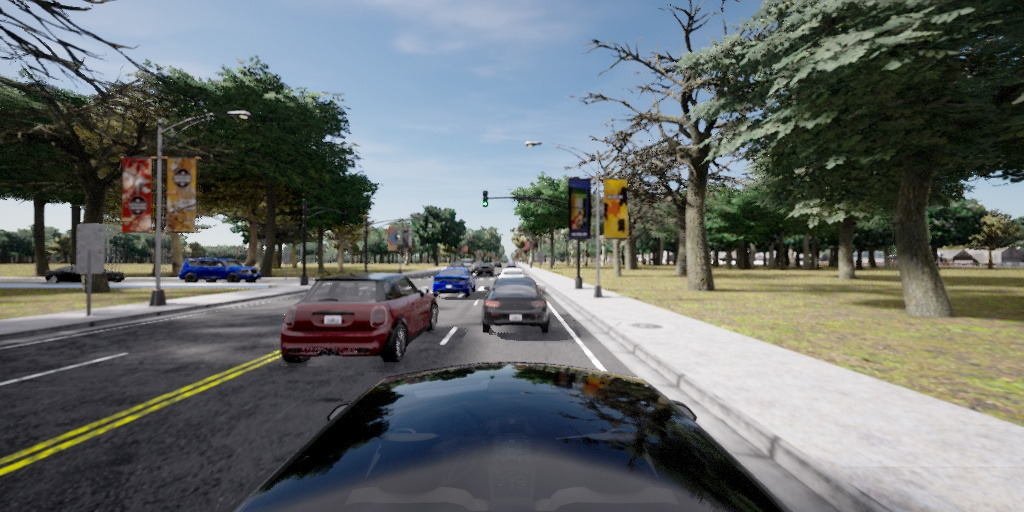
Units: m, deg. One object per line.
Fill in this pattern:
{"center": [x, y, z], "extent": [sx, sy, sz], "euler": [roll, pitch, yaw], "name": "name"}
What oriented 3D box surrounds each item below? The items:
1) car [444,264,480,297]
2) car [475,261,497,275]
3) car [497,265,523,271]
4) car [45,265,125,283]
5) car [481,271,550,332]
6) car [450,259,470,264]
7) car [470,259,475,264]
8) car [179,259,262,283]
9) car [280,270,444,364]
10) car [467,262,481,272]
{"center": [-3.163, 1.418, 20.476], "extent": [1.882, 1.535, 5.008], "euler": [0, -1, 0], "name": "car"}
{"center": [-3.200, 1.699, 44.871], "extent": [1.837, 1.490, 4.892], "euler": [0, -1, 0], "name": "car"}
{"center": [0.058, 1.479, 21.785], "extent": [1.812, 1.442, 4.674], "euler": [0, -1, 0], "name": "car"}
{"center": [-34.224, 1.468, 28.847], "extent": [5.008, 1.535, 1.882], "euler": [0, -1, 0], "name": "car"}
{"center": [0.092, 1.370, 11.116], "extent": [1.812, 1.442, 4.674], "euler": [0, -1, 0], "name": "car"}
{"center": [-6.640, 1.521, 42.469], "extent": [2.097, 1.767, 4.553], "euler": [0, -1, 0], "name": "car"}
{"center": [-6.647, 1.493, 52.026], "extent": [2.150, 2.045, 5.566], "euler": [0, -1, 0], "name": "car"}
{"center": [-23.399, 1.224, 28.845], "extent": [5.566, 2.045, 2.150], "euler": [0, -1, 0], "name": "car"}
{"center": [-3.157, 1.169, 8.435], "extent": [2.097, 1.767, 4.553], "euler": [0, -1, 0], "name": "car"}
{"center": [-6.624, 1.862, 62.230], "extent": [1.882, 1.535, 5.008], "euler": [0, -1, 0], "name": "car"}
